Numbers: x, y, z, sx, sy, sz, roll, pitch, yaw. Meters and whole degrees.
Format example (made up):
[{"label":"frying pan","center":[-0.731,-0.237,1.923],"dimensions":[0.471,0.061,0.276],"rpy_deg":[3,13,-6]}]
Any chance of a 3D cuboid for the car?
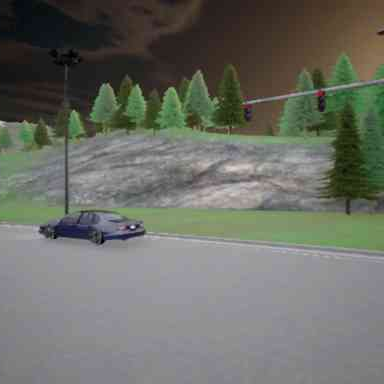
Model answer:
[{"label":"car","center":[-4.654,1.516,15.204],"dimensions":[5.357,1.411,2.033],"rpy_deg":[0,0,30]}]
